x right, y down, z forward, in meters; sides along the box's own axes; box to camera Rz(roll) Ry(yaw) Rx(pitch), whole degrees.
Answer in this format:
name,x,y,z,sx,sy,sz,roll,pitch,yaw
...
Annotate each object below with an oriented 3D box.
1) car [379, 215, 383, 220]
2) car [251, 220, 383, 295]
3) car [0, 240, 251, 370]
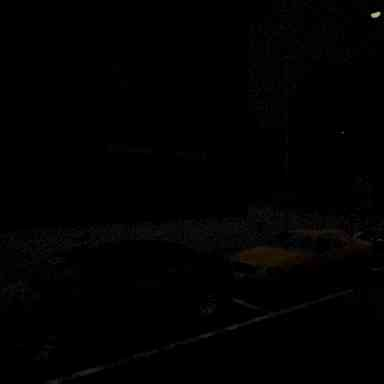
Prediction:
name,x,y,z,sx,sy,sz,roll,pitch,yaw
car,7.584,1.522,12.068,4.097,1.590,1.967,0,0,-36
car,3.021,1.572,8.809,4.829,1.417,1.752,0,0,-36
car,-1.266,1.580,5.747,4.313,1.339,1.947,0,0,-36
